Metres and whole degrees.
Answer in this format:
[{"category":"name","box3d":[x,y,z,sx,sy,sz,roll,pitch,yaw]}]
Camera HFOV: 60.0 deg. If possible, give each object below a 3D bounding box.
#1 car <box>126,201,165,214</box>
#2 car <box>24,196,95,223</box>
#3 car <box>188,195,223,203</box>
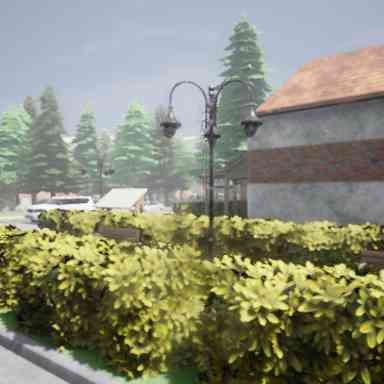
[{"category":"car","box3d":[-4.731,1.675,34.782,1.812,1.442,4.674,0,0,37]},{"category":"car","box3d":[-10.477,1.371,26.848,2.150,2.045,5.566,0,0,36]},{"category":"car","box3d":[1.831,1.370,43.266,2.150,2.045,5.566,0,0,40]}]
